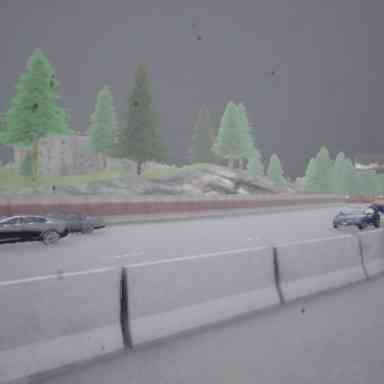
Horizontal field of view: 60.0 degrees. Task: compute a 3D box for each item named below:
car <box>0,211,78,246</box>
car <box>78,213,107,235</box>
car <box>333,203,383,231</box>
[{"bbox_3d":[-8.212,1.772,15.410,4.902,1.511,2.128,0,-1,-36],"label":"car"},{"bbox_3d":[-7.918,1.886,19.933,5.357,1.411,2.033,0,-1,-38],"label":"car"},{"bbox_3d":[11.320,1.741,22.686,4.674,1.442,1.812,1,-1,-44],"label":"car"}]
